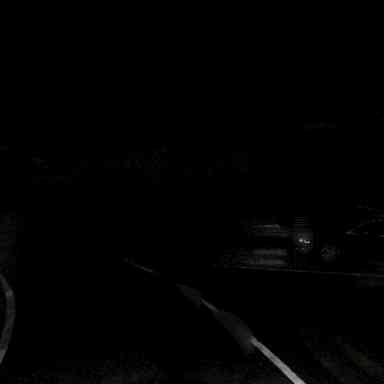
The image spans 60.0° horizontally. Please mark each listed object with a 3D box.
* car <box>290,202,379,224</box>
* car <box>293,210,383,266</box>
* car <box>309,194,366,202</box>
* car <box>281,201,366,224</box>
[{"bbox_3d":[7.763,1.473,17.224,4.892,1.490,1.837,0,0,16],"label":"car"},{"bbox_3d":[5.857,1.485,10.488,4.892,1.490,1.837,0,0,16],"label":"car"},{"bbox_3d":[9.657,1.178,23.962,5.566,2.045,2.150,0,0,16],"label":"car"},{"bbox_3d":[8.347,1.510,20.699,5.357,1.411,2.033,0,0,16],"label":"car"}]
